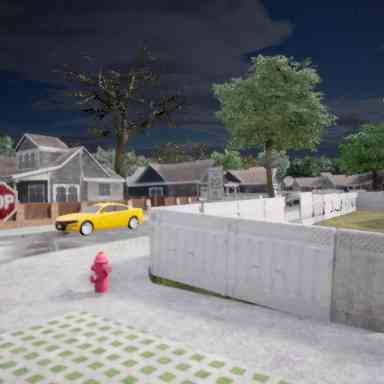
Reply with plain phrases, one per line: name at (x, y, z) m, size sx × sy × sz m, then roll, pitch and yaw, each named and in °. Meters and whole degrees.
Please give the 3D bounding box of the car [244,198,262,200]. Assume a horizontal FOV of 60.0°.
car at (5.806, 1.252, 32.314) m, size 1.895 × 1.301 × 4.718 m, roll -2°, pitch -1°, yaw 36°

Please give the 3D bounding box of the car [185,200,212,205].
car at (0.487, 1.323, 25.066) m, size 1.994 × 1.385 × 4.181 m, roll -2°, pitch -1°, yaw 36°

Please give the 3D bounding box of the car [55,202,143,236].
car at (-4.828, 1.348, 17.826) m, size 1.882 × 1.535 × 5.008 m, roll -2°, pitch -1°, yaw 36°

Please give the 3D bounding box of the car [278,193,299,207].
car at (11.635, 0.888, 40.226) m, size 2.097 × 1.767 × 4.553 m, roll -2°, pitch -1°, yaw 37°
